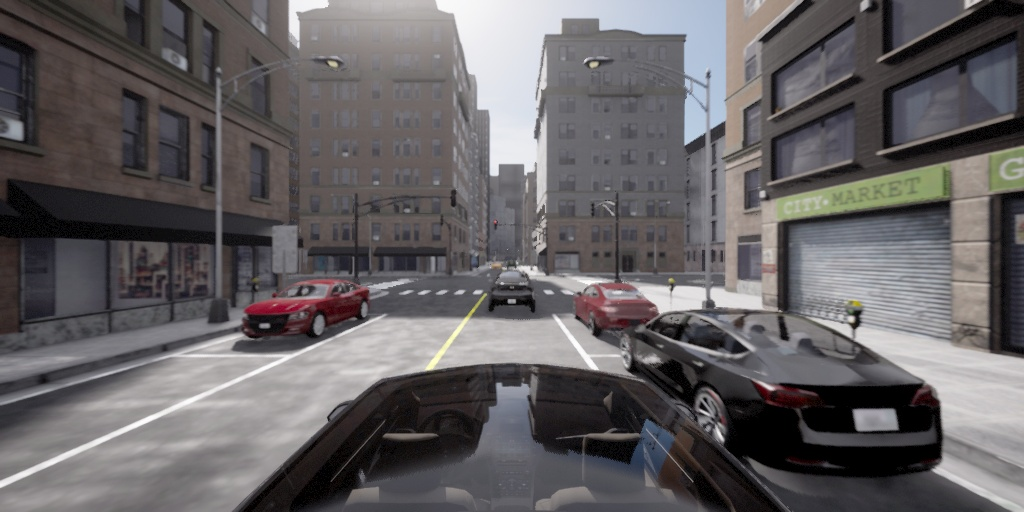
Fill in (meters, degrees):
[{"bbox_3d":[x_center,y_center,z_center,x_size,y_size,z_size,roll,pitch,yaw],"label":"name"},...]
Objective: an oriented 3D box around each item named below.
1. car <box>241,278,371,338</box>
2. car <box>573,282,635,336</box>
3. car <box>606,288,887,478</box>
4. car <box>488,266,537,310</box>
[{"bbox_3d":[-5.674,1.379,10.477,1.888,1.381,4.507,0,0,0],"label":"car"},{"bbox_3d":[2.871,1.417,10.484,1.802,1.307,4.207,0,0,0],"label":"car"},{"bbox_3d":[2.874,1.347,4.899,1.948,1.339,4.313,0,0,0],"label":"car"},{"bbox_3d":[0.015,1.389,15.355,1.837,1.490,4.892,0,0,0],"label":"car"}]
